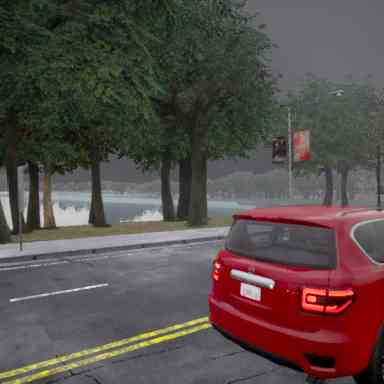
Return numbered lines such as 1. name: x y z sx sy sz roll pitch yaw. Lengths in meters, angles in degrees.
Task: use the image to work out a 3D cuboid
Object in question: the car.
1. car: 2.801 1.220 5.399 5.566 2.045 2.150 0 0 -37
